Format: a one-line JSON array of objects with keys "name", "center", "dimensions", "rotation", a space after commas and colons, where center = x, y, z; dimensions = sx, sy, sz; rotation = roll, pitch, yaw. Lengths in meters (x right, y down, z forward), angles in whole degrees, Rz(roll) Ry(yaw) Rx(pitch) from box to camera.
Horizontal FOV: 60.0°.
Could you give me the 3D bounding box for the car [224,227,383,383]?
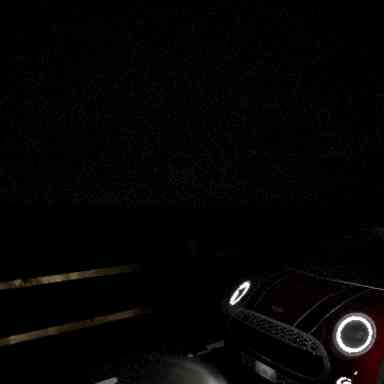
[{"name": "car", "center": [2.638, 1.371, 4.919], "dimensions": [4.553, 1.767, 2.097], "rotation": [0, 0, -35]}]
